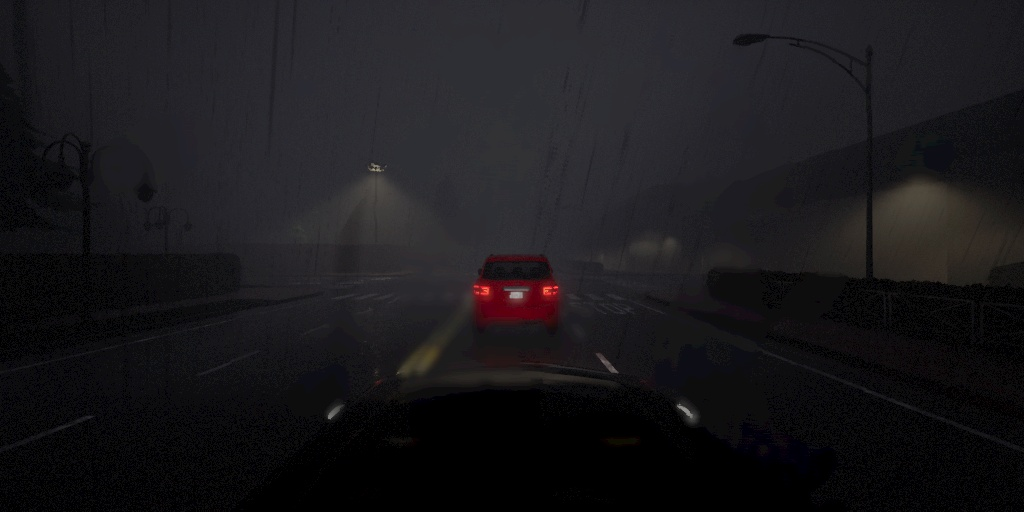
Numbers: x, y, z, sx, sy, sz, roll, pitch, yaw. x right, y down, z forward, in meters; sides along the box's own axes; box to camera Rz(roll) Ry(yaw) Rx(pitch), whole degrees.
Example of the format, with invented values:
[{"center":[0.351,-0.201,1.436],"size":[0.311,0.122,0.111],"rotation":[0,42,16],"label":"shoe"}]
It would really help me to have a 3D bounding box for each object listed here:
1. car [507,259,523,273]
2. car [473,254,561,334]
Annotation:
[{"center":[0.350,1.228,45.580],"size":[1.882,1.535,5.008],"rotation":[0,0,1],"label":"car"},{"center":[0.120,0.971,10.727],"size":[2.150,2.045,5.566],"rotation":[0,0,0],"label":"car"}]
